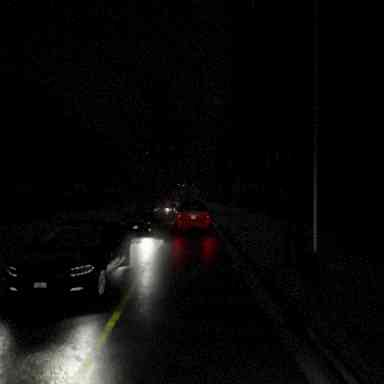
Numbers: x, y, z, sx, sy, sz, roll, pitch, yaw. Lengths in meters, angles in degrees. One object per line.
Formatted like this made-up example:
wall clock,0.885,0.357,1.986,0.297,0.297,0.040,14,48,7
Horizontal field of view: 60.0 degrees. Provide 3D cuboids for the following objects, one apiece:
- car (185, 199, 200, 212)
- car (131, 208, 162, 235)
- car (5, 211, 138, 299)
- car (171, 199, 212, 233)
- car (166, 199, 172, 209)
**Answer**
car,0.042,1.692,42.375,1.837,1.490,4.892,0,-1,0
car,-2.840,1.606,18.868,1.994,1.385,4.181,0,0,0
car,-2.856,1.491,8.743,1.882,1.535,5.008,0,0,0
car,0.070,1.398,20.232,2.097,1.767,4.553,0,0,0
car,-2.897,1.775,51.940,1.882,1.535,5.008,0,-1,0
